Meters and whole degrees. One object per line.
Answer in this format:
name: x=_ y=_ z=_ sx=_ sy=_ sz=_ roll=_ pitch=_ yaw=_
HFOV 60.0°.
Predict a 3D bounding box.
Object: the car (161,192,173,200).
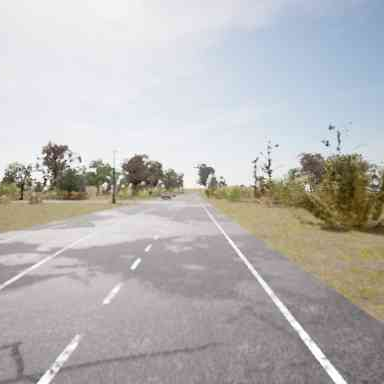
car: x=-6.955 y=1.091 z=89.381 sx=2.150 sy=2.045 sz=5.566 roll=0 pitch=0 yaw=0
